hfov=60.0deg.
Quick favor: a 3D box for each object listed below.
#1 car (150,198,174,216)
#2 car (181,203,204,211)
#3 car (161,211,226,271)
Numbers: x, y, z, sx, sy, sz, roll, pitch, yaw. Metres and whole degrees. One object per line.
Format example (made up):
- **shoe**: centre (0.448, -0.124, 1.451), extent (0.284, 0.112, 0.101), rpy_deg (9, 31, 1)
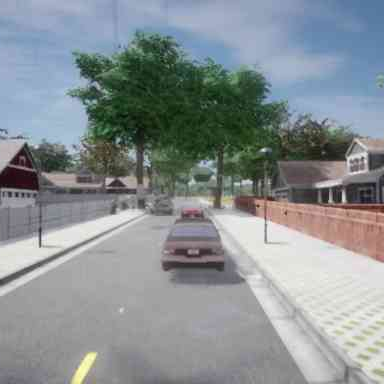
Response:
- **car**: centre (-2.873, 1.384, 32.745), extent (2.097, 1.767, 4.553), rpy_deg (0, 0, 0)
- **car**: centre (0.045, 1.631, 28.788), extent (1.895, 1.301, 4.718), rpy_deg (0, 0, 0)
- **car**: centre (0.050, 1.563, 10.916), extent (2.033, 1.411, 5.357), rpy_deg (0, 0, 0)
